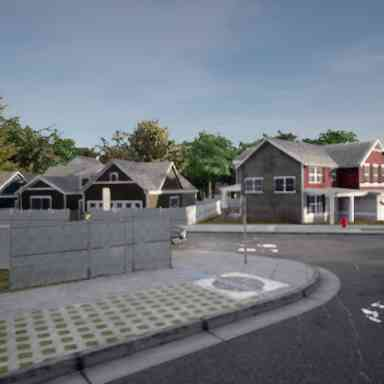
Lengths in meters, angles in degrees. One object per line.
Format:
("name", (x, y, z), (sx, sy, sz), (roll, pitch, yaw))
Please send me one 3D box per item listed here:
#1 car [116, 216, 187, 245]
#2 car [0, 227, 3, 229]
("car", (-2.679, 2.040, 17.359), (4.892, 1.490, 1.837), (-2, 0, 18))
("car", (-14.650, 2.435, 21.311), (5.357, 1.411, 2.033), (-2, 0, 19))
